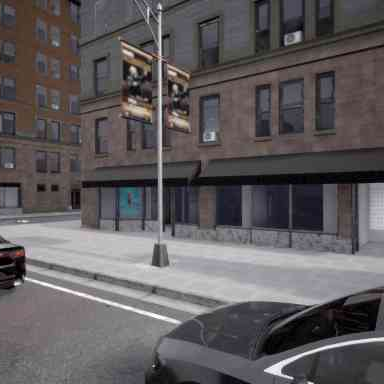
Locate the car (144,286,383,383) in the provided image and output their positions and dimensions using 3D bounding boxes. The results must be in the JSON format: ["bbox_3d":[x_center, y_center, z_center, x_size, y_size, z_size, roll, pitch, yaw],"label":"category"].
[{"bbox_3d":[1.805,1.505,2.400,4.892,1.490,1.837,0,0,35],"label":"car"}]

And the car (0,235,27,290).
[{"bbox_3d":[-5.930,1.478,7.890,5.008,1.535,1.882,0,0,35],"label":"car"}]
